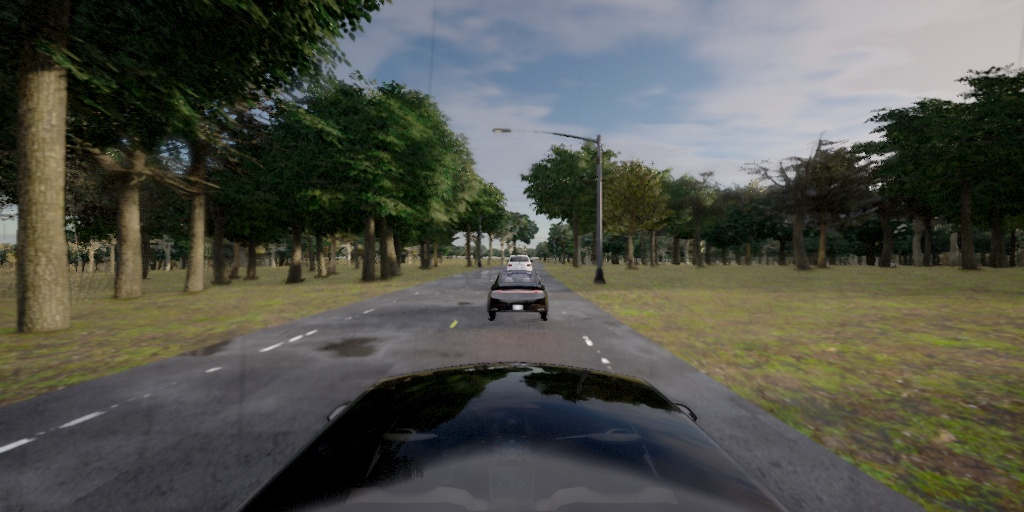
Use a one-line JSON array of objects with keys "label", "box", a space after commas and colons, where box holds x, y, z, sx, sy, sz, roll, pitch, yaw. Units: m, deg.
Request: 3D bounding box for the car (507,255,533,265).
[{"label": "car", "box": [0.721, 0.959, 32.858, 2.150, 2.045, 5.566, 0, 0, 2]}]

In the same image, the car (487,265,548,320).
[{"label": "car", "box": [0.197, 1.234, 12.566, 2.128, 1.511, 4.902, 0, 0, 1]}]
